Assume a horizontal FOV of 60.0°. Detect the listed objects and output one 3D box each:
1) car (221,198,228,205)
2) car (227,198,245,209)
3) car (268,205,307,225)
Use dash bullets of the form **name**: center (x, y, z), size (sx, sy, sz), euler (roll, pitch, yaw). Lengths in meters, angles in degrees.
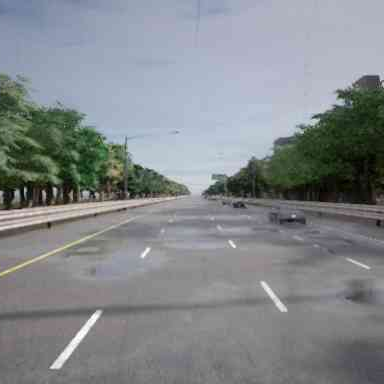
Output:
- **car**: center (7.276, 2.036, 69.942), size (2.033, 1.411, 5.357), euler (0, -1, 0)
- **car**: center (7.155, 1.830, 52.259), size (1.837, 1.490, 4.892), euler (0, -1, 0)
- **car**: center (7.036, 1.652, 24.927), size (1.994, 1.385, 4.181), euler (0, 0, 0)
